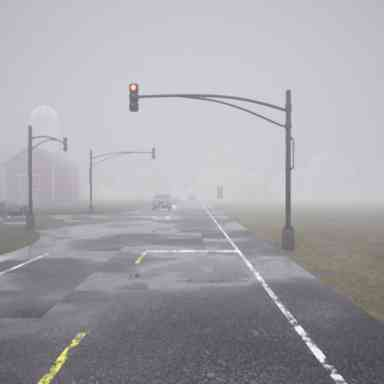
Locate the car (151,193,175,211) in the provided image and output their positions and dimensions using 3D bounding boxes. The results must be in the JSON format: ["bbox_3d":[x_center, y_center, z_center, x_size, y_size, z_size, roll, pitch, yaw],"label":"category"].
[{"bbox_3d":[-3.557,1.188,40.146,2.150,2.045,5.566,0,0,0],"label":"car"}]

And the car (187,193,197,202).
[{"bbox_3d":[0.066,1.125,74.756,2.150,2.045,5.566,0,0,0],"label":"car"}]

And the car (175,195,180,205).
[{"bbox_3d":[-3.530,1.505,56.912,1.994,1.385,4.181,0,0,1],"label":"car"}]

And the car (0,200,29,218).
[{"bbox_3d":[-16.341,1.382,27.381,5.357,1.411,2.033,1,0,2],"label":"car"}]
